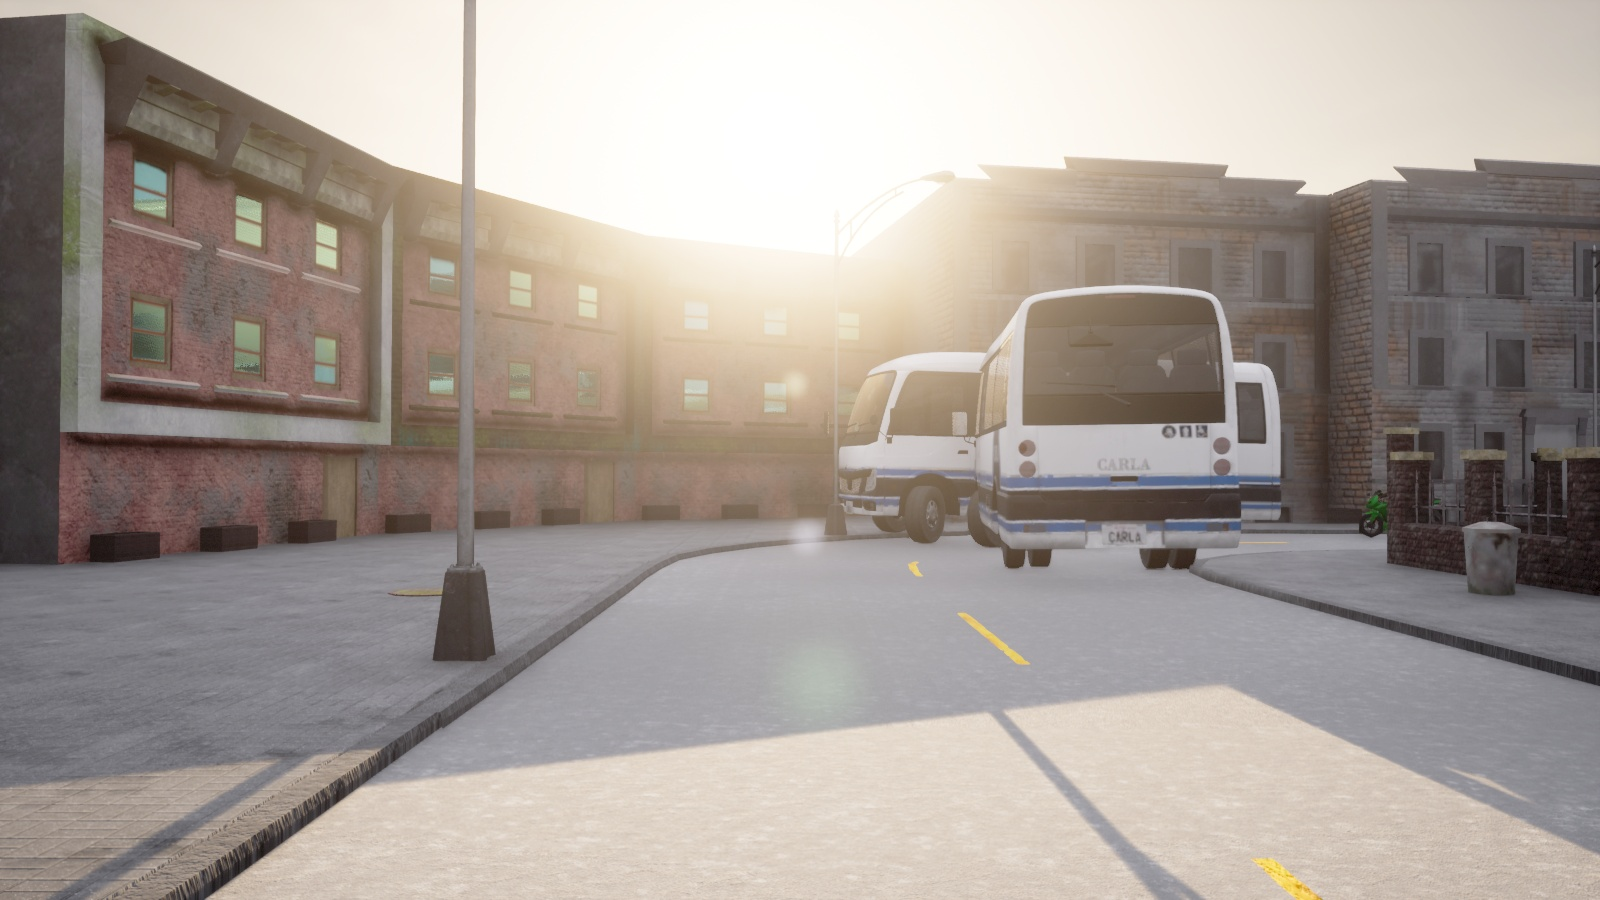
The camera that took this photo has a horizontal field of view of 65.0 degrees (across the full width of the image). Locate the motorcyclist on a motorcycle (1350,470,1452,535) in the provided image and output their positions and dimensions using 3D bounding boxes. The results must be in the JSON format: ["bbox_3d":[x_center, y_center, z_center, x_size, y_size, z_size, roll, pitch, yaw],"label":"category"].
[{"bbox_3d":[14.416,1.244,30.164,2.044,1.523,0.797,0,-1,0],"label":"motorcyclist on a motorcycle"}]

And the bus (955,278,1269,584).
[{"bbox_3d":[5.026,-0.199,22.903,3.944,4.253,10.273,-1,-1,5],"label":"bus"}]

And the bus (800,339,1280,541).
[{"bbox_3d":[5.435,-0.114,29.348,10.273,4.253,3.944,1,-1,-11],"label":"bus"}]
